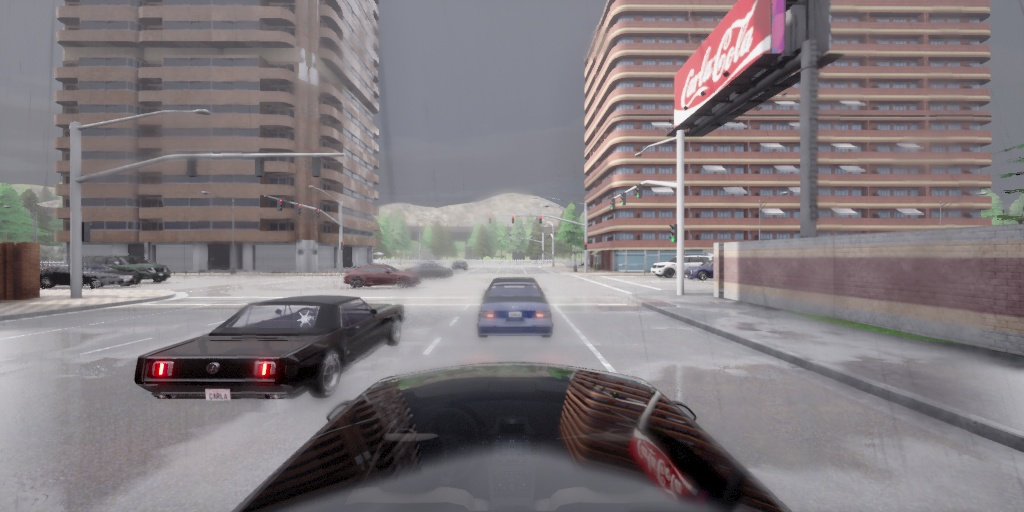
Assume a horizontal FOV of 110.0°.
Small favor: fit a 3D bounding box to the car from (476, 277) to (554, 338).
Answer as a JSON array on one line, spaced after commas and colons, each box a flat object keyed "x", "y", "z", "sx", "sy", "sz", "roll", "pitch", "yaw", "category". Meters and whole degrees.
[{"x": 0.065, "y": 1.297, "z": 10.176, "sx": 2.033, "sy": 1.411, "sz": 5.357, "roll": 0, "pitch": 0, "yaw": 0, "category": "car"}]

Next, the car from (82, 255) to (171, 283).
[{"x": -27.946, "y": 0.971, "z": 25.700, "sx": 5.566, "sy": 2.045, "sz": 2.150, "roll": 0, "pitch": 0, "yaw": 0, "category": "car"}]

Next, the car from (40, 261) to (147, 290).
[{"x": -26.322, "y": 1.241, "z": 22.212, "sx": 4.902, "sy": 1.511, "sz": 2.128, "roll": 0, "pitch": 0, "yaw": 0, "category": "car"}]

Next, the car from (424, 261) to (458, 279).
[{"x": -7.250, "y": 1.314, "z": 31.293, "sx": 4.181, "sy": 1.385, "sz": 1.994, "roll": 0, "pitch": 0, "yaw": -44, "category": "car"}]

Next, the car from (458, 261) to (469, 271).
[{"x": -7.141, "y": 1.314, "z": 49.394, "sx": 1.994, "sy": 1.385, "sz": 4.181, "roll": 0, "pitch": 0, "yaw": 1, "category": "car"}]

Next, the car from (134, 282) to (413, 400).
[{"x": -3.450, "y": 1.351, "z": 6.453, "sx": 1.895, "sy": 1.301, "sz": 4.718, "roll": 0, "pitch": 0, "yaw": 0, "category": "car"}]

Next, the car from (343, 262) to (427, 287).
[{"x": -8.013, "y": 1.275, "z": 22.350, "sx": 4.674, "sy": 1.442, "sz": 1.812, "roll": 0, "pitch": 0, "yaw": 0, "category": "car"}]

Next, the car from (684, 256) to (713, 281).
[{"x": 16.701, "y": 1.102, "z": 29.727, "sx": 4.553, "sy": 1.767, "sz": 2.097, "roll": 0, "pitch": 0, "yaw": 0, "category": "car"}]

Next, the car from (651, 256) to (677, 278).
[{"x": 15.862, "y": 0.972, "z": 33.222, "sx": 5.566, "sy": 2.045, "sz": 2.150, "roll": 0, "pitch": 0, "yaw": 0, "category": "car"}]
